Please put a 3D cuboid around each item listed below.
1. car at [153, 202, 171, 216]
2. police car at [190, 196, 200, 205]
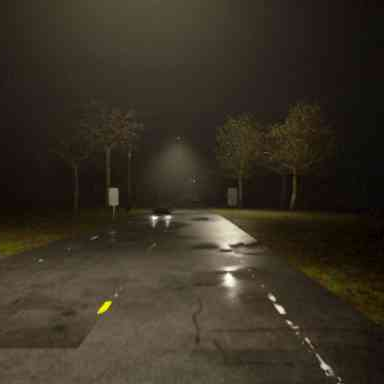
[{"bbox_3d":[-3.583,1.978,40.181,1.882,1.535,5.008,0,-1,0],"label":"car"},{"bbox_3d":[1.069,2.499,89.075,1.930,1.638,5.238,0,0,0],"label":"police car"}]
